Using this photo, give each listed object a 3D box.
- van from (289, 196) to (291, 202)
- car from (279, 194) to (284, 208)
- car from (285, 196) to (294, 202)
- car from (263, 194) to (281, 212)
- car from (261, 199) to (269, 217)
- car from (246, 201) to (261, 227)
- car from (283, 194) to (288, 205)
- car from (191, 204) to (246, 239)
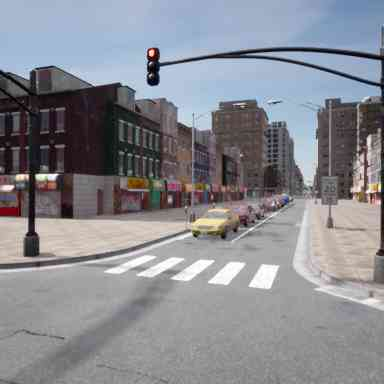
[{"bbox_3d":[16.271,1.319,59.787,1.690,1.788,3.998,1,0,19],"label":"van"},{"bbox_3d":[10.691,1.404,43.923,1.967,1.590,4.097,1,0,19],"label":"car"},{"bbox_3d":[23.709,1.577,80.940,1.947,1.339,4.313,1,0,19],"label":"car"},{"bbox_3d":[8.831,1.401,38.636,1.967,1.590,4.097,1,0,19],"label":"car"},{"bbox_3d":[5.110,1.540,28.061,1.802,1.307,4.206,1,0,19],"label":"car"},{"bbox_3d":[3.250,1.505,22.772,1.887,1.381,4.507,1,0,19],"label":"car"},{"bbox_3d":[12.552,1.283,49.211,2.192,1.841,5.009,1,0,19],"label":"car"},{"bbox_3d":[1.334,1.488,17.325,1.752,1.417,4.829,1,0,19],"label":"car"}]
